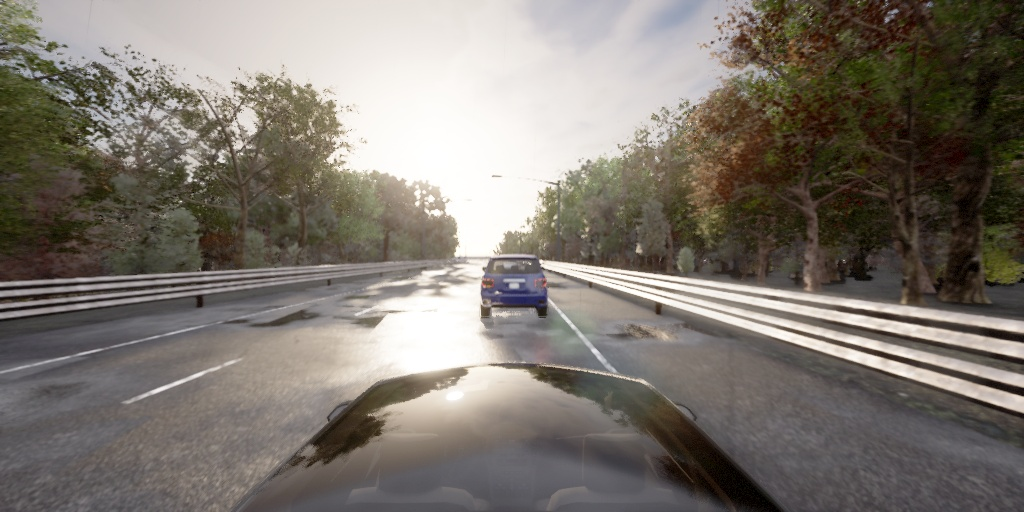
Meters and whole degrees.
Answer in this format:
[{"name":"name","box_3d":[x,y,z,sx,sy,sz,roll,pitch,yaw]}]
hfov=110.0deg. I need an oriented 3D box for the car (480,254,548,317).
[{"name":"car","box_3d":[0.047,0.969,13.212,2.150,2.045,5.566,0,0,0]}]
